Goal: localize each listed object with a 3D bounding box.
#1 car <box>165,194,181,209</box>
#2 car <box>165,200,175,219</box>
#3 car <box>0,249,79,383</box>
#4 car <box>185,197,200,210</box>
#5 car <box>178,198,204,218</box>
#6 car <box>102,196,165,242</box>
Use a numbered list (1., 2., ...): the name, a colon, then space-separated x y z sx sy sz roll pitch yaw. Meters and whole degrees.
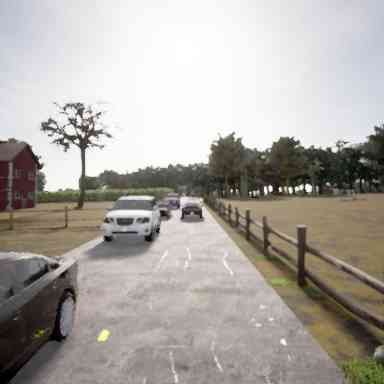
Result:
1. car: -2.762 1.237 46.900 2.150 2.045 5.566 0 0 0
2. car: -2.793 1.611 29.244 1.895 1.301 4.718 0 0 1
3. car: -2.850 1.478 3.663 1.882 1.535 5.008 0 0 0
4. car: 0.045 1.496 45.325 1.882 1.535 5.008 0 0 0
5. car: 0.005 1.516 29.860 1.837 1.490 4.892 0 0 0
6. car: -2.842 1.227 16.795 2.150 2.045 5.566 0 0 0
